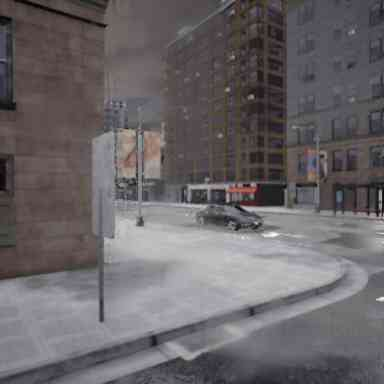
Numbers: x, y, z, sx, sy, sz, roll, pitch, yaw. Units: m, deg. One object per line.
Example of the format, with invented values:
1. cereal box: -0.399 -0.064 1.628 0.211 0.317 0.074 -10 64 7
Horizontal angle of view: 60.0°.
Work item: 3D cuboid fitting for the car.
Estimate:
1. car: 2.141 1.475 20.234 1.837 1.490 4.892 0 0 -36
